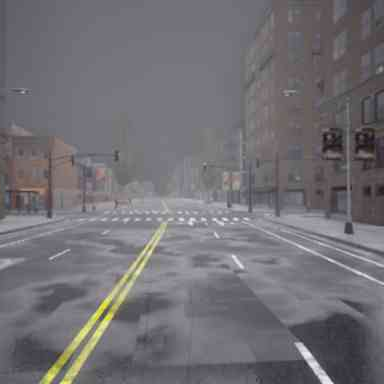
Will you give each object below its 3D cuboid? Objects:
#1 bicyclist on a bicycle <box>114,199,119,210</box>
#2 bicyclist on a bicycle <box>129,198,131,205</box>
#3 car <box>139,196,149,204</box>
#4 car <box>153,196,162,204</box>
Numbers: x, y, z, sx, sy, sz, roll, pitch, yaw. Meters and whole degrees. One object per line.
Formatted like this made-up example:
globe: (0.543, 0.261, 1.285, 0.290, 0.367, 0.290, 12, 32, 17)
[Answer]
bicyclist on a bicycle: (-10.648, 1.801, 46.734, 0.659, 1.776, 1.843, 0, -2, -5)
bicyclist on a bicycle: (-12.838, 2.094, 68.953, 0.582, 1.620, 1.656, 1, -3, -4)
car: (-11.566, 1.910, 80.881, 2.150, 2.045, 5.566, 0, -1, -5)
car: (-8.331, 1.914, 81.188, 2.150, 2.045, 5.566, 0, -1, -5)
